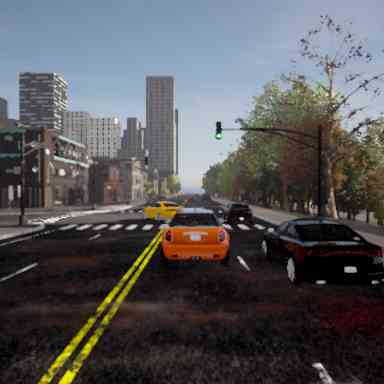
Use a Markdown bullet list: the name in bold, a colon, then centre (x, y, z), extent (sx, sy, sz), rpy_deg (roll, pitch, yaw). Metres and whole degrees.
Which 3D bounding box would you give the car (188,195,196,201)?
- **car**: centre (0.006, 1.597, 76.659), extent (1.994, 1.385, 4.181), rpy_deg (0, 0, 0)

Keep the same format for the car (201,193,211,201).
- **car**: centre (3.255, 1.269, 76.274), extent (2.150, 2.045, 5.566), rpy_deg (0, 0, 0)

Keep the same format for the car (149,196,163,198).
- **car**: centre (-6.554, 1.532, 56.238), extent (2.128, 1.511, 4.902), rpy_deg (0, 0, 0)

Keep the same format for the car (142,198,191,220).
- **car**: centre (-2.283, 1.499, 26.075), extent (1.882, 1.535, 5.008), rpy_deg (1, 0, -29)

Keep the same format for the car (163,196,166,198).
- **car**: centre (-6.493, 1.550, 71.568), extent (1.837, 1.490, 4.892), rpy_deg (0, 0, 0)

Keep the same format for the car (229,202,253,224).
- **car**: centre (3.353, 1.527, 24.825), extent (1.837, 1.490, 4.892), rpy_deg (0, 0, 0)

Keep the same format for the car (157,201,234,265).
- **car**: centre (0.101, 1.361, 11.842), extent (2.097, 1.767, 4.553), rpy_deg (0, 0, 0)

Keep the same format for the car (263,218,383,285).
- **car**: centre (3.351, 1.485, 9.501), extent (1.882, 1.535, 5.008), rpy_deg (0, 0, 0)

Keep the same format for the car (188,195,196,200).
- **car**: centre (0.007, 1.429, 86.663), extent (2.033, 1.411, 5.357), rpy_deg (0, 0, 0)

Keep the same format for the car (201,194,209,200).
- **car**: centre (3.257, 1.367, 86.663), extent (1.882, 1.535, 5.008), rpy_deg (0, 0, 0)
